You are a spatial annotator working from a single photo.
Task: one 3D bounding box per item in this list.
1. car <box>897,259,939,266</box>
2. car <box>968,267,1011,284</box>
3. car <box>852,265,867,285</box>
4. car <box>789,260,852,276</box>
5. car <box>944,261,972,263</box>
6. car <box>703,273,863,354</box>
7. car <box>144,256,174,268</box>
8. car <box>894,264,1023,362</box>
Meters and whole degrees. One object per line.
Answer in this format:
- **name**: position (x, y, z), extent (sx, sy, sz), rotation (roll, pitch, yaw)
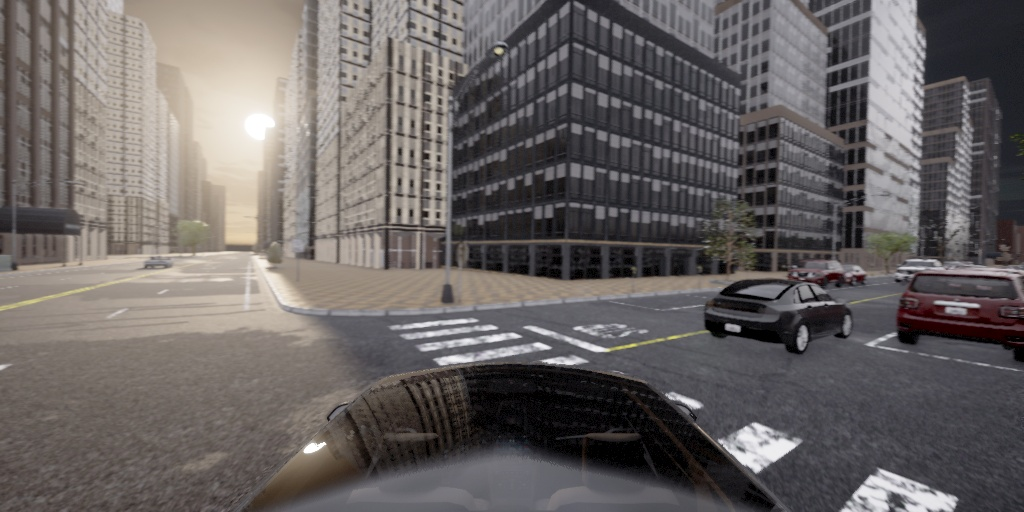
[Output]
- **car**: position (34.800, 1.318, 30.575), extent (5.566, 2.045, 2.150), rotation (1, 1, -33)
- **car**: position (46.069, 1.823, 34.573), extent (5.357, 1.411, 2.033), rotation (1, 1, -33)
- **car**: position (25.509, 1.385, 27.617), extent (4.097, 1.591, 1.967), rotation (0, 0, -33)
- **car**: position (20.850, 1.208, 24.584), extent (5.009, 1.841, 2.192), rotation (0, 0, -33)
- **car**: position (35.427, 1.506, 27.635), extent (4.553, 1.767, 2.097), rotation (1, 1, -33)
- **car**: position (6.818, 1.339, 9.090), extent (4.892, 1.490, 1.837), rotation (1, 1, -33)
- **car**: position (-39.298, 0.669, 39.963), extent (1.895, 1.301, 4.718), rotation (0, 0, -36)
- **car**: position (11.235, 1.247, 8.793), extent (5.009, 1.841, 2.192), rotation (0, 0, -33)
